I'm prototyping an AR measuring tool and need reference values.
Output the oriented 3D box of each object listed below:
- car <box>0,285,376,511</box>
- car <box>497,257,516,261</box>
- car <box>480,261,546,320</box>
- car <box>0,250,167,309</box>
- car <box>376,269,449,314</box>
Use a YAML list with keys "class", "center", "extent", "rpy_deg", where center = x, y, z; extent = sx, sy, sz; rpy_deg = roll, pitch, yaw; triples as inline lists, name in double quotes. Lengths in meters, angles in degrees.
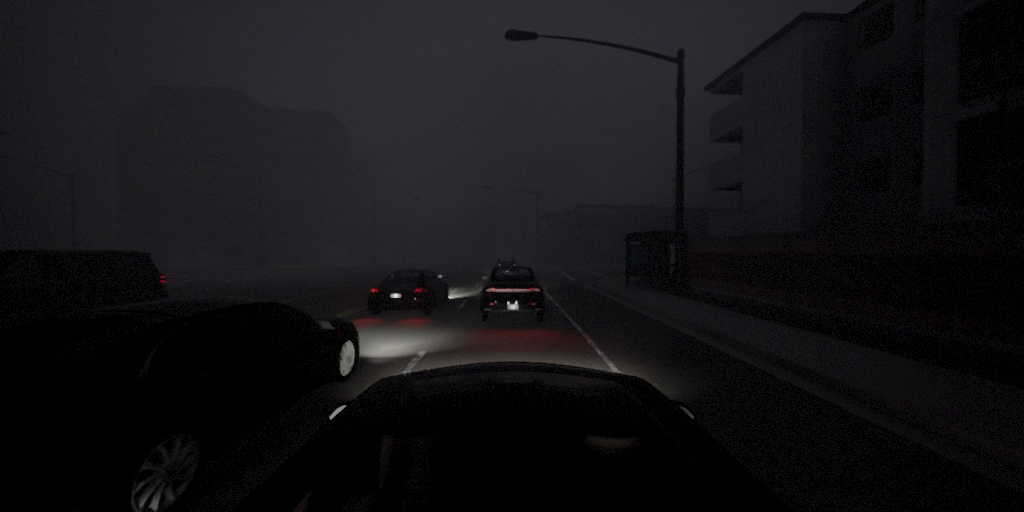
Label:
- class: "car"
  center: [-3.447, 1.217, 4.052]
  extent: [1.837, 1.490, 4.892]
  rpy_deg: [0, 1, 0]
- class: "car"
  center: [-0.474, 0.843, 28.155]
  extent: [2.128, 1.511, 4.902]
  rpy_deg: [0, 1, -3]
- class: "car"
  center: [0.005, 1.082, 11.804]
  extent: [2.128, 1.511, 4.902]
  rpy_deg: [0, 1, -1]
- class: "car"
  center: [-10.609, 0.880, 7.589]
  extent: [2.150, 2.045, 5.566]
  rpy_deg: [0, 1, 0]
- class: "car"
  center: [-3.514, 1.139, 12.828]
  extent: [1.994, 1.385, 4.181]
  rpy_deg: [0, 1, 0]
